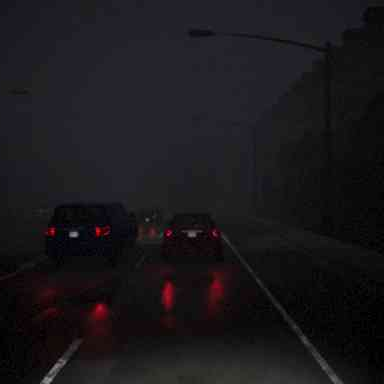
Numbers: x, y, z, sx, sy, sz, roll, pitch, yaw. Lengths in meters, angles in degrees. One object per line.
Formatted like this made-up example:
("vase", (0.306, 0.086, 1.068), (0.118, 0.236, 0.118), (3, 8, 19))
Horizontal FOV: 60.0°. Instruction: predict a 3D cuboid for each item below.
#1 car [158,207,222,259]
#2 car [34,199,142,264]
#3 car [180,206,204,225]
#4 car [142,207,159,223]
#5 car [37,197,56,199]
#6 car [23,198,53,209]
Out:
("car", (0.013, 1.501, 13.406), (2.097, 1.767, 4.553), (0, -1, 0))
("car", (-3.495, 1.365, 12.550), (2.150, 2.045, 5.566), (0, 0, 0))
("car", (0.000, 1.914, 28.229), (1.895, 1.301, 4.718), (0, -1, 0))
("car", (-3.500, 1.914, 28.227), (1.895, 1.301, 4.718), (0, -1, 0))
("car", (-24.804, 1.864, 57.874), (5.566, 2.045, 2.150), (-1, -1, 26))
("car", (-25.439, 2.104, 54.156), (4.892, 1.490, 1.837), (-1, -1, 30))
